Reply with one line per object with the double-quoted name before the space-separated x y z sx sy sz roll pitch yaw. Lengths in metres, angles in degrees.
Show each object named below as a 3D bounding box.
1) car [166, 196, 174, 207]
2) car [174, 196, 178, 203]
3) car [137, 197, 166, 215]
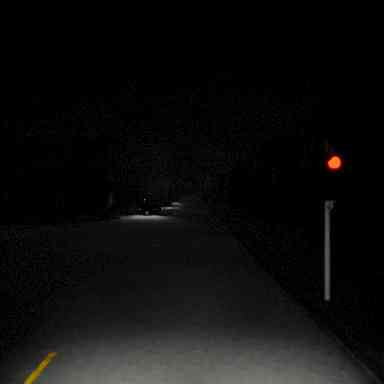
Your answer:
"car" -4.007 1.423 47.931 1.812 1.442 4.674 0 0 0
"car" -3.880 1.461 67.363 1.895 1.301 4.718 0 0 0
"car" -4.053 1.477 32.674 2.033 1.411 5.357 0 0 0
